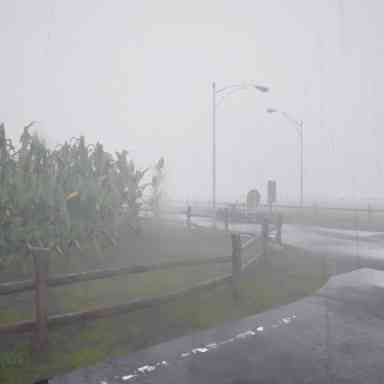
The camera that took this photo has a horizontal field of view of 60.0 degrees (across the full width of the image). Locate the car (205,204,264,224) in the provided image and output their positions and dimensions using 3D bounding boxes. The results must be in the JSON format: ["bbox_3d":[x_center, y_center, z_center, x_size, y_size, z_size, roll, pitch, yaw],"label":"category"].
[{"bbox_3d":[2.886,1.532,24.100,1.895,1.301,4.718,0,0,-32],"label":"car"}]
